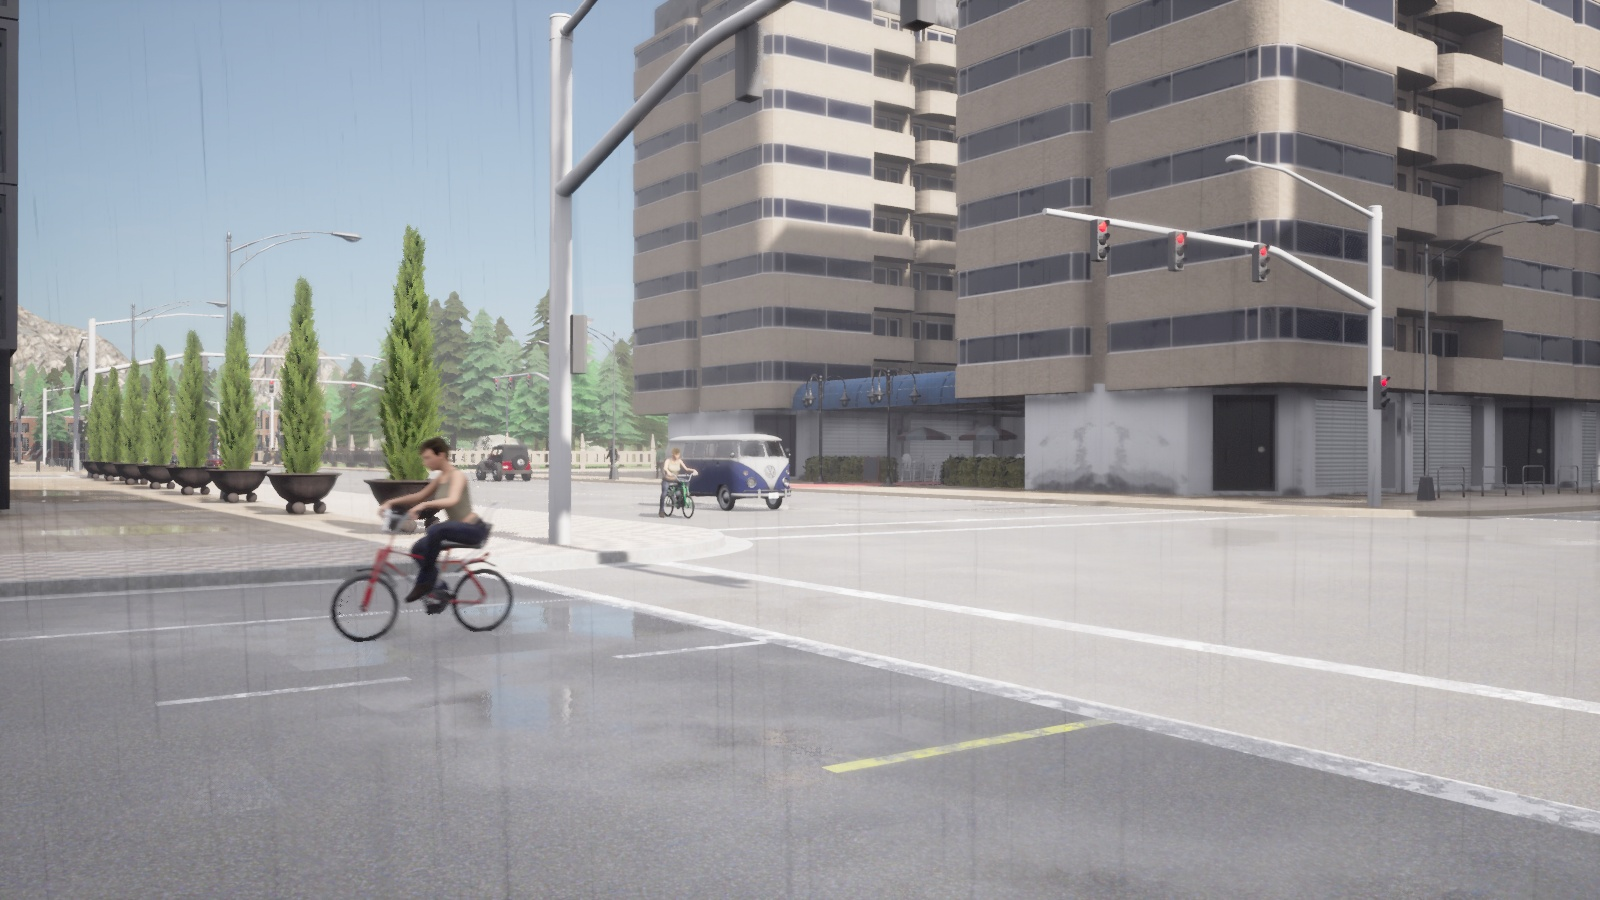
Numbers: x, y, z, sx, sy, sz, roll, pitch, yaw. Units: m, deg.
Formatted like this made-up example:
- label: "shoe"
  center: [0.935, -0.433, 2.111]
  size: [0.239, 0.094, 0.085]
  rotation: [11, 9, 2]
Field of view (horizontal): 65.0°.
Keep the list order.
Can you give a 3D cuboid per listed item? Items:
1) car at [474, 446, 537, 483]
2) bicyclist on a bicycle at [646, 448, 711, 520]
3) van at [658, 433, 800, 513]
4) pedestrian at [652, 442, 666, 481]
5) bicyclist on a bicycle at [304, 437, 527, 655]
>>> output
- label: "car"
  center: [-15.399, 0.734, 65.583]
  size: [1.905, 1.878, 3.866]
  rotation: [0, 0, -34]
- label: "bicyclist on a bicycle"
  center: [-2.792, 0.758, 28.742]
  size: [0.866, 1.612, 1.509]
  rotation: [0, 0, -35]
- label: "van"
  center: [-1.986, 0.584, 33.753]
  size: [1.775, 1.987, 4.442]
  rotation: [0, 0, -35]
- label: "pedestrian"
  center: [-7.006, 0.571, 62.488]
  size: [0.423, 1.949, 0.788]
  rotation: [0, 0, -28]
- label: "bicyclist on a bicycle"
  center: [-3.074, 0.712, 10.071]
  size: [1.509, 1.612, 0.866]
  rotation: [0, 0, -35]
